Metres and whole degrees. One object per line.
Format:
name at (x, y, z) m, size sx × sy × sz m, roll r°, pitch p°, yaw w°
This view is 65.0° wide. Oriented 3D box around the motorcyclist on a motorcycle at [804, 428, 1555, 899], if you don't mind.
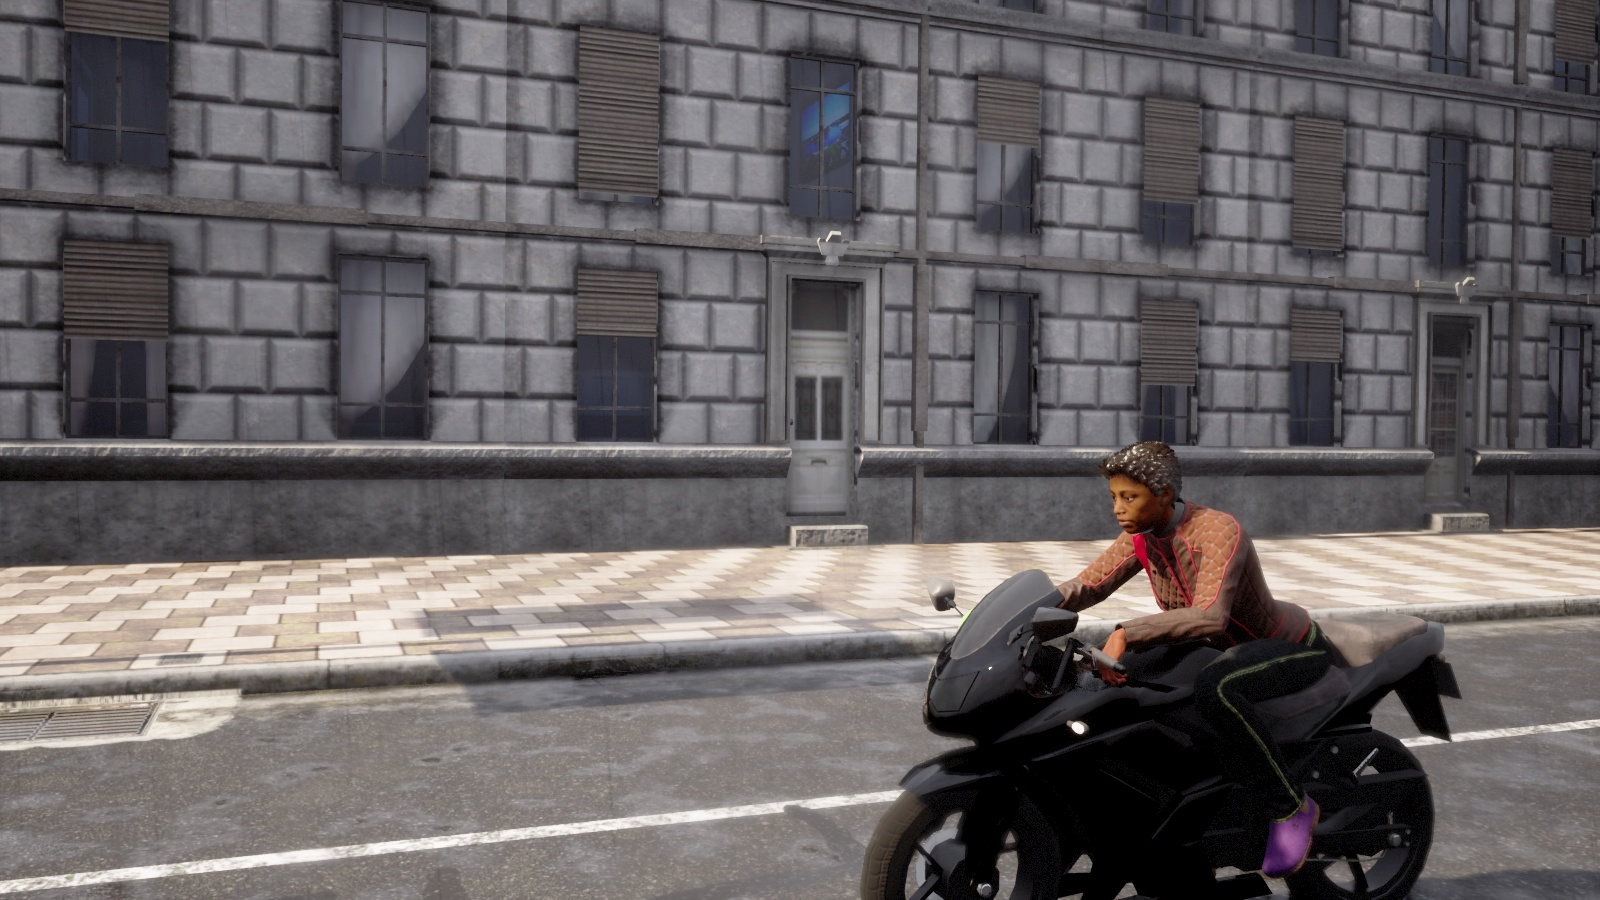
motorcyclist on a motorcycle at (1.116, 0.708, 3.691) m, size 2.044 × 1.523 × 0.797 m, roll -1°, pitch 1°, yaw -21°
